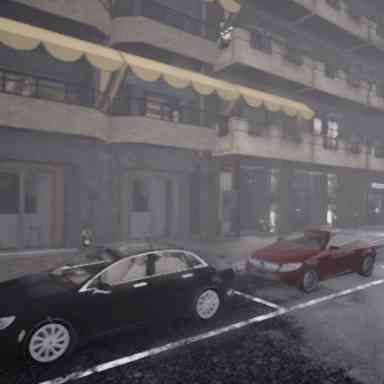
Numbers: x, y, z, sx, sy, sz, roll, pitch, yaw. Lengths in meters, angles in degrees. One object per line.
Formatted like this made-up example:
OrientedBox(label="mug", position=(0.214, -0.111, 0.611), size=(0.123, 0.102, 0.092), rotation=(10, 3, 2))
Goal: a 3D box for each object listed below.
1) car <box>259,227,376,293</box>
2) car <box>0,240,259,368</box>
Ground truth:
OrientedBox(label="car", position=(3.324, 1.617, 8.895), size=(4.206, 1.307, 1.802), rotation=(0, 1, -35))
OrientedBox(label="car", position=(-1.197, 1.562, 5.683), size=(4.403, 1.369, 2.008), rotation=(0, 1, -35))
